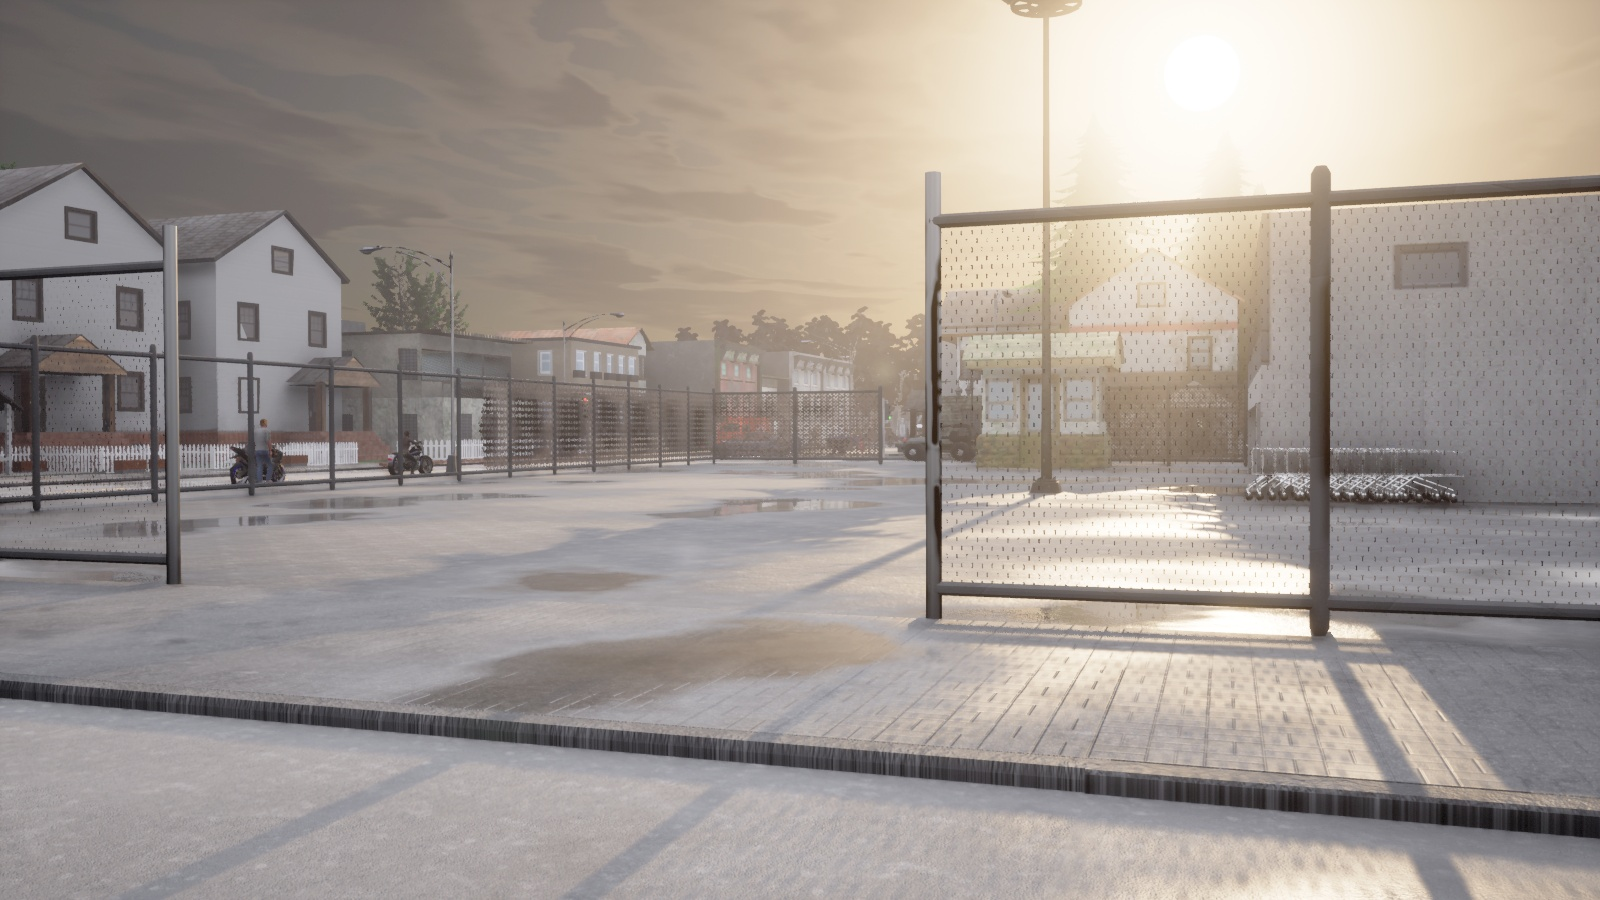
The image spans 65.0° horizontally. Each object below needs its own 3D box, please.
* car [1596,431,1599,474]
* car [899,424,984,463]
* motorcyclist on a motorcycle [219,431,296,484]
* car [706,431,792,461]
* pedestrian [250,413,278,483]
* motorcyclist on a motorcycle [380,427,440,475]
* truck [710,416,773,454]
[{"bbox_3d":[33.071,0.124,47.282,2.033,1.649,4.856,1,0,-42],"label":"car"},{"bbox_3d":[7.012,-0.347,62.120,3.866,1.878,1.905,0,1,19],"label":"car"},{"bbox_3d":[-16.126,0.202,37.396,0.866,1.530,2.191,1,1,19],"label":"motorcyclist on a motorcycle"},{"bbox_3d":[-2.706,-0.226,65.934,4.193,1.474,1.816,1,1,31],"label":"car"},{"bbox_3d":[-14.194,-0.050,33.285,0.354,1.836,0.706,0,1,10],"label":"pedestrian"},{"bbox_3d":[-13.768,0.014,44.441,0.766,1.649,2.350,1,1,20],"label":"motorcyclist on a motorcycle"},{"bbox_3d":[-3.927,-1.049,85.792,2.627,2.467,5.204,1,1,18],"label":"truck"}]
